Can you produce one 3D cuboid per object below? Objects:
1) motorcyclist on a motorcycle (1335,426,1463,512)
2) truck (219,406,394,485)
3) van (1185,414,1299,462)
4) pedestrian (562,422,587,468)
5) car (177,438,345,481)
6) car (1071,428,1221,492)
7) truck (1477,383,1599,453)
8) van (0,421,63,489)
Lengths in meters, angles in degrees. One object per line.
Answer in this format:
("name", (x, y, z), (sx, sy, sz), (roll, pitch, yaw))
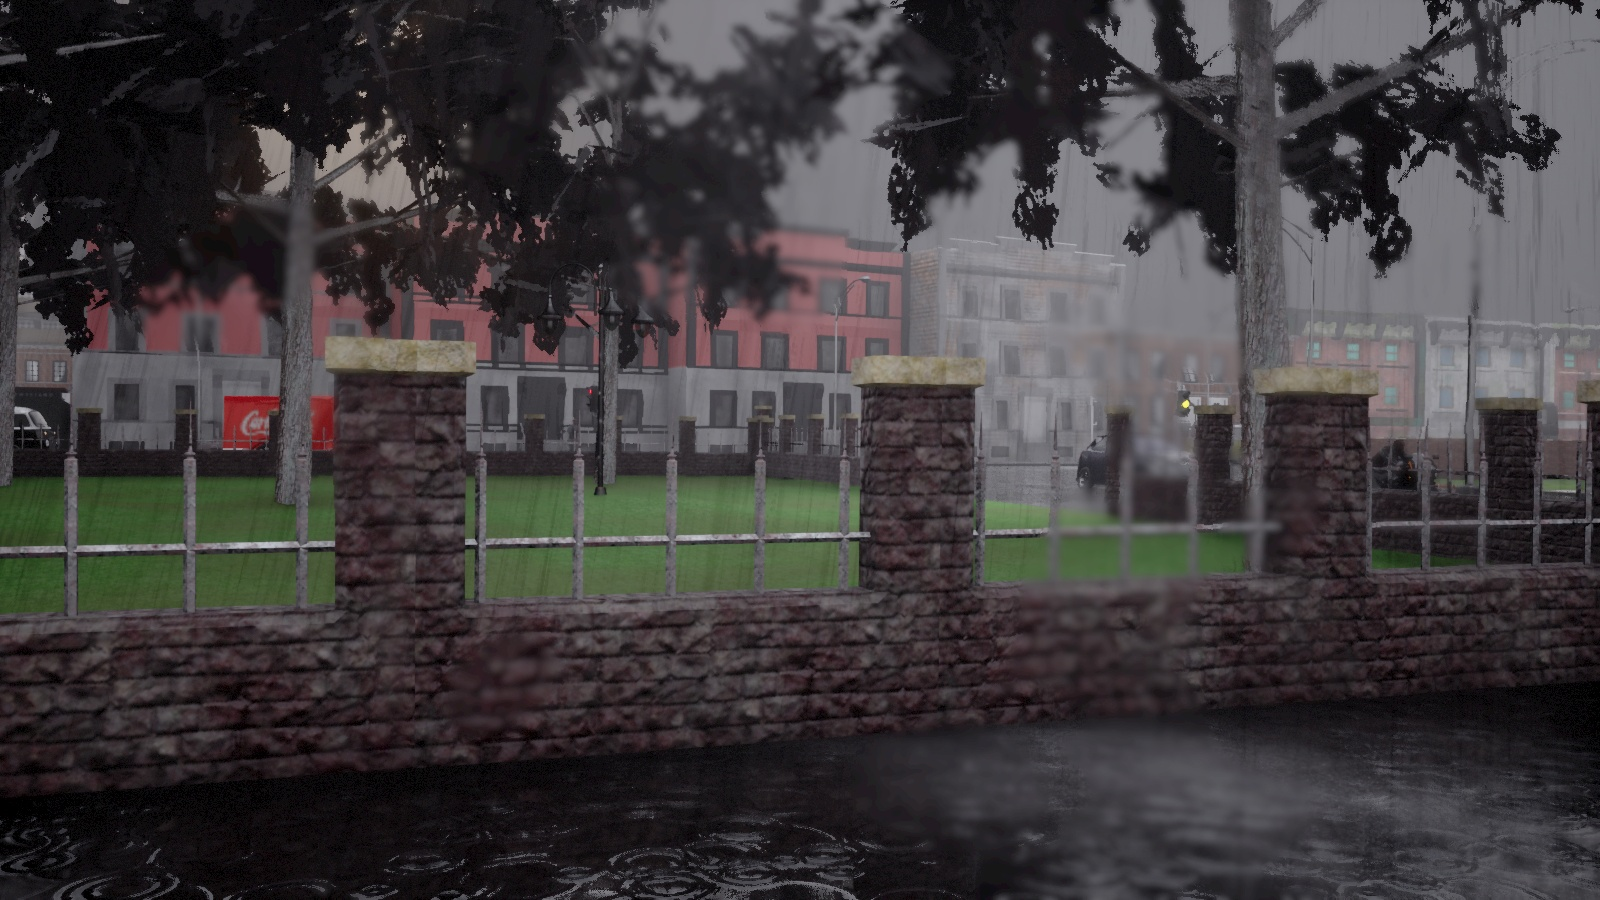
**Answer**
("motorcyclist on a motorcycle", (11.227, 0.327, 23.635), (0.866, 1.530, 2.191), (-1, 1, -21))
("truck", (-16.271, -0.192, 41.748), (5.204, 2.467, 2.627), (-1, 1, -18))
("van", (18.949, -0.530, 53.840), (4.442, 1.987, 1.775), (-1, 1, -19))
("pedestrian", (-9.173, -0.209, 51.144), (0.849, 1.883, 0.563), (0, 1, 36))
("car", (-19.188, 0.321, 44.968), (5.357, 1.411, 2.033), (-1, 1, -19))
("car", (8.567, 0.208, 31.409), (1.845, 1.501, 3.633), (-1, 1, -20))
("truck", (39.333, -1.667, 65.019), (7.936, 3.462, 2.891), (-1, 1, -19))
("van", (-25.457, 0.169, 38.585), (4.480, 2.038, 2.069), (-1, 1, -19))
